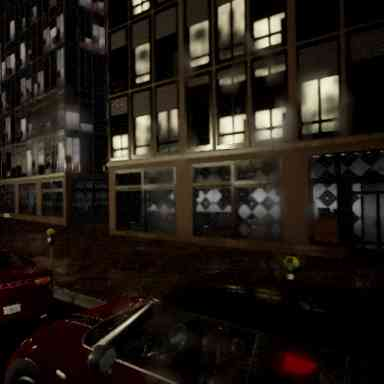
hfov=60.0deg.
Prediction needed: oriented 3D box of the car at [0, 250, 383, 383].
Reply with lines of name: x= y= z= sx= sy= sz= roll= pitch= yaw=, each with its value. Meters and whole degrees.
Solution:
car: x=0.187 y=1.444 z=2.789 sx=4.097 sy=1.590 sz=1.967 roll=0 pitch=-1 yaw=36

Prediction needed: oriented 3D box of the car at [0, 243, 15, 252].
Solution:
car: x=-4.353 y=1.551 z=6.141 sx=4.507 sy=1.381 sz=1.887 roll=0 pitch=-1 yaw=37
